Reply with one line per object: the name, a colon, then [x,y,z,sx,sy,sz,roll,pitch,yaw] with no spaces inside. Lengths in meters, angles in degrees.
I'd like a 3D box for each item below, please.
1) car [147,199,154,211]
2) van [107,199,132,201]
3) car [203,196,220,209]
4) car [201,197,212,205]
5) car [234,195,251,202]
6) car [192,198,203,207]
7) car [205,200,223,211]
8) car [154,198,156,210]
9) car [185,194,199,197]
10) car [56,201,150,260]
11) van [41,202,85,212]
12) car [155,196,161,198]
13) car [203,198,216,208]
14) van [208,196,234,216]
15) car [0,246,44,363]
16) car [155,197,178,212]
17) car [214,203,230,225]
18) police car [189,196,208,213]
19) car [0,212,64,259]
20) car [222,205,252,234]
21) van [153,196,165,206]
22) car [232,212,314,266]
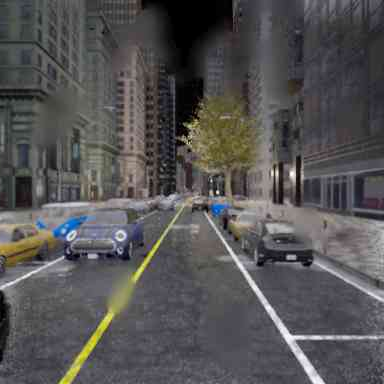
car: [-5.766,1.693,37.277,2.008,1.369,4.403,0,0,0]
van: [-5.766,1.441,26.451,1.690,1.788,3.998,0,0,0]
car: [2.757,1.504,48.460,2.192,1.841,5.009,0,0,0]
car: [2.763,1.786,64.498,1.752,1.417,4.829,0,0,0]
car: [10.957,1.493,76.098,4.902,1.511,2.128,-1,0,0]
car: [0.897,1.725,55.309,1.837,1.490,4.892,0,0,0]
car: [2.758,1.718,43.170,2.008,1.369,4.403,0,0,0]
car: [-5.766,1.747,42.689,1.802,1.307,4.206,0,0,0]
car: [1.323,1.589,73.339,1.882,1.535,5.008,0,0,36]
car: [-3.051,1.399,12.502,2.097,1.767,4.553,0,0,0]
van: [-5.765,1.399,15.624,1.690,1.788,3.998,0,0,0]
car: [-5.767,1.732,48.103,1.887,1.381,4.507,0,0,0]
car: [2.758,1.757,53.748,1.887,1.381,4.507,0,0,0]
van: [2.758,1.465,32.593,1.690,1.788,3.998,0,0,0]
car: [-3.093,1.500,2.018,2.128,1.511,4.902,0,0,0]
car: [-3.090,1.684,41.167,1.812,1.442,4.674,0,0,0]
car: [2.760,1.648,22.015,1.947,1.339,4.313,0,0,0]
police car: [0.898,1.577,39.419,1.930,1.638,5.238,0,0,0]
car: [-5.765,1.562,10.041,1.752,1.417,4.829,0,0,0]
car: [2.760,1.588,16.895,1.752,1.417,4.829,0,0,0]
van: [-5.768,1.576,58.930,1.690,1.788,3.998,0,0,0]
car: [2.760,1.593,11.436,2.008,1.369,4.403,0,0,0]
